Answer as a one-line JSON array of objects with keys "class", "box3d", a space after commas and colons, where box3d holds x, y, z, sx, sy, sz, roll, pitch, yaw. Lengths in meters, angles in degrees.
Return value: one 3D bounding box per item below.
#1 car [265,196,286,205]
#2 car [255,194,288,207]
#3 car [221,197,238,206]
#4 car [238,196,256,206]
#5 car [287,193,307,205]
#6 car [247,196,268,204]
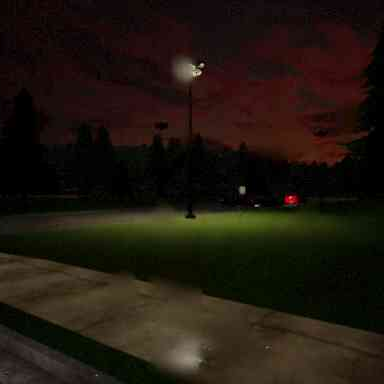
[{"class": "car", "box3d": [14.642, 1.410, 58.018, 1.812, 1.442, 4.674, 0, 0, 37]}, {"class": "car", "box3d": [11.498, 1.394, 47.817, 2.128, 1.511, 4.902, 0, 0, 37]}, {"class": "car", "box3d": [6.413, 1.435, 52.699, 1.994, 1.385, 4.181, 0, 0, 37]}, {"class": "car", "box3d": [9.222, 1.451, 50.610, 1.994, 1.385, 4.181, 0, 0, 37]}, {"class": "car", "box3d": [17.472, 1.122, 55.956, 2.150, 2.045, 5.566, 0, 0, 37]}, {"class": "car", "box3d": [11.831, 1.394, 60.103, 1.812, 1.442, 4.674, 0, 0, 37]}]
